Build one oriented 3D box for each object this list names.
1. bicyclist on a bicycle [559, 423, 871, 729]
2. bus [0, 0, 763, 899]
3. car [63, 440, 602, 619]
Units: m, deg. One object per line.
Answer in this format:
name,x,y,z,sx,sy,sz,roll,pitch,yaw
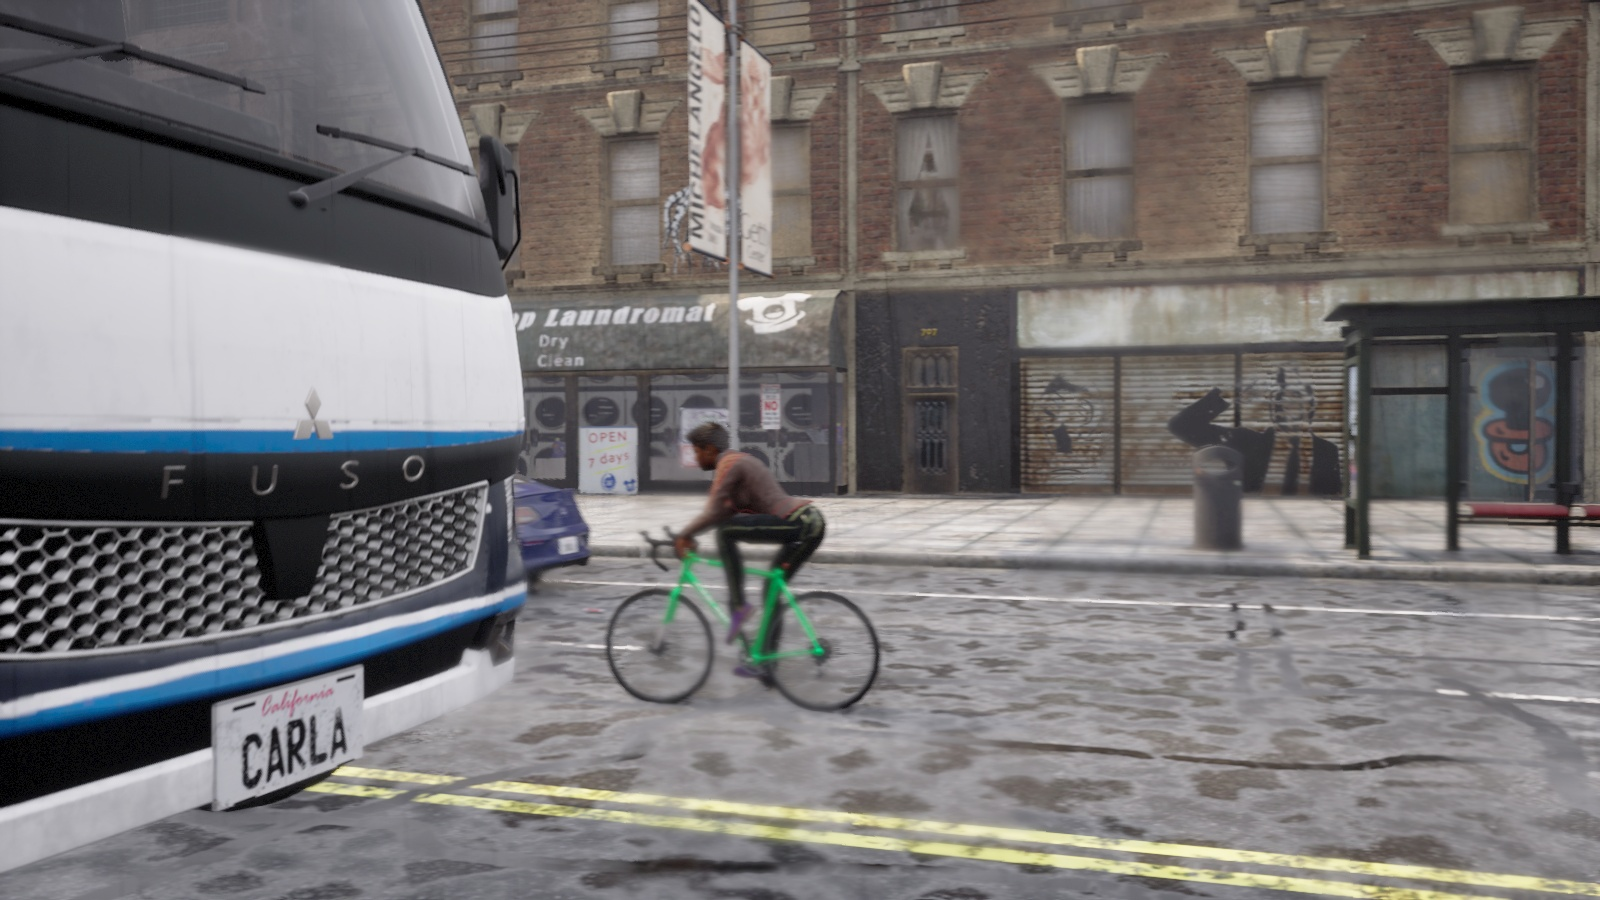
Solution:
bicyclist on a bicycle,-0.476,0.666,7.142,1.656,1.620,0.582,0,1,15
bus,-5.657,-0.648,5.067,10.273,4.253,3.944,0,1,19
car,-4.413,0.650,11.952,4.674,1.442,1.812,0,1,18
